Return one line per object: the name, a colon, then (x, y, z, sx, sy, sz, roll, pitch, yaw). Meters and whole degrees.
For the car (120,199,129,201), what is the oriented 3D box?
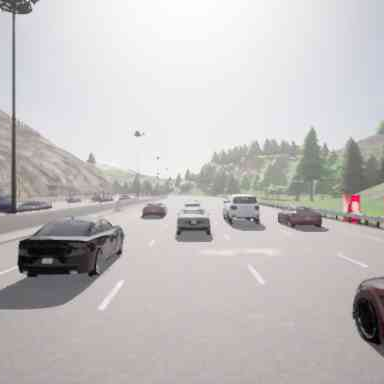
car: (-14.044, 1.319, 69.454, 2.097, 1.767, 4.553, 0, 0, 0)

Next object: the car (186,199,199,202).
car: (0.076, 1.531, 38.135, 2.033, 1.411, 5.357, 0, 0, 0)

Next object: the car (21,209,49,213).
car: (-14.115, 1.495, 29.607, 1.837, 1.490, 4.892, 0, 0, 0)

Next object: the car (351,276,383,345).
car: (3.587, 1.562, 3.739, 1.994, 1.385, 4.181, 0, 0, 0)

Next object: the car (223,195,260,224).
car: (3.584, 1.210, 24.762, 2.150, 2.045, 5.566, 0, 0, 0)

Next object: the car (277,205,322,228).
car: (7.087, 1.553, 22.278, 1.994, 1.385, 4.181, 0, 0, 0)

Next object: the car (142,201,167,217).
car: (-3.419, 1.551, 31.079, 1.994, 1.385, 4.181, 0, 0, 0)

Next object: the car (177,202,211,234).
car: (0.090, 1.539, 18.942, 2.033, 1.411, 5.357, 0, 0, 0)

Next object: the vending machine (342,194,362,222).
vending machine: (11.985, 1.182, 24.942, 1.100, 2.100, 0.880, 0, 0, 0)

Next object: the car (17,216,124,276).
car: (-3.407, 1.474, 10.321, 1.882, 1.535, 5.008, 0, 0, 0)
